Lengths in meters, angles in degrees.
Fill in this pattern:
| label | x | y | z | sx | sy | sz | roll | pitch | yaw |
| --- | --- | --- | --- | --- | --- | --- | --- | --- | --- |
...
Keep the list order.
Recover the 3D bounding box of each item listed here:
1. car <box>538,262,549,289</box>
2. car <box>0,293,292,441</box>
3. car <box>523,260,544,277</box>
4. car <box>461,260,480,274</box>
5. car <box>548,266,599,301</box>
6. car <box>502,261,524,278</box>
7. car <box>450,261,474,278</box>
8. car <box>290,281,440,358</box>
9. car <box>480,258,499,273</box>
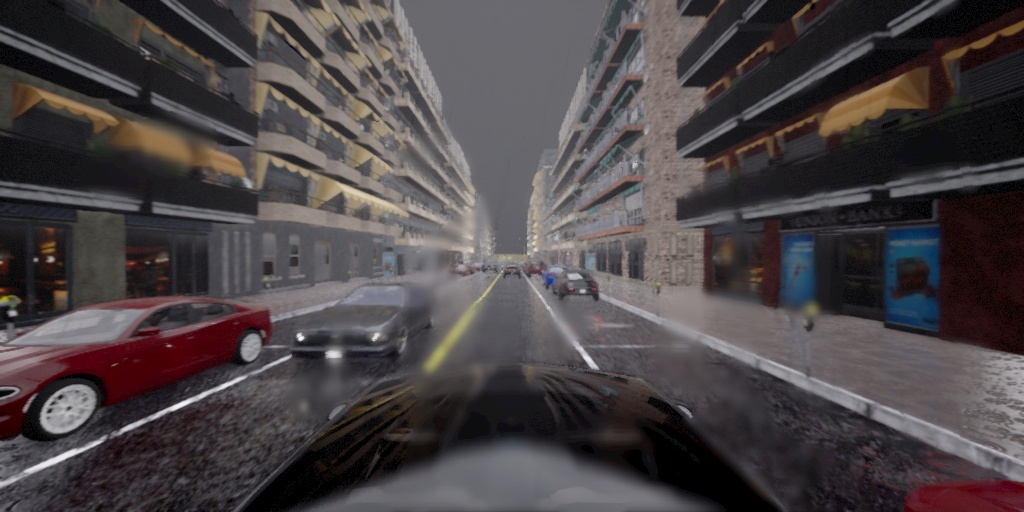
| label | x | y | z | sx | sy | sz | roll | pitch | yaw |
| --- | --- | --- | --- | --- | --- | --- | --- | --- | --- |
| car | 3.133 | 1.409 | 25.228 | 1.882 | 1.535 | 5.008 | 0 | 0 | 0 |
| car | -5.691 | 1.328 | 5.401 | 1.888 | 1.381 | 4.507 | 0 | 0 | 0 |
| car | 2.646 | 1.354 | 39.449 | 2.192 | 1.841 | 5.009 | 0 | 0 | 0 |
| car | -5.704 | 1.401 | 45.051 | 2.192 | 1.841 | 5.009 | 0 | 0 | 0 |
| car | 3.144 | 1.402 | 18.227 | 1.812 | 1.442 | 4.674 | 0 | 0 | 0 |
| car | 0.036 | 1.548 | 39.208 | 1.837 | 1.490 | 4.892 | 0 | 0 | 0 |
| car | -5.702 | 1.590 | 39.388 | 1.888 | 1.381 | 4.507 | 0 | 0 | 0 |
| car | -3.097 | 1.356 | 8.904 | 2.033 | 1.411 | 5.357 | 0 | 0 | 0 |
| car | -3.075 | 1.348 | 50.840 | 2.150 | 2.045 | 5.566 | 0 | 0 | 0 |
